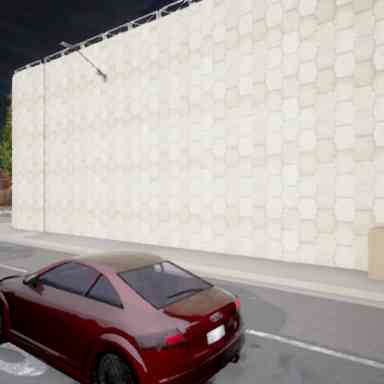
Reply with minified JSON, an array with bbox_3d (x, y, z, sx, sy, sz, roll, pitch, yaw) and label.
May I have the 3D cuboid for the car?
[{"bbox_3d":[-1.331,1.566,4.931,4.181,1.385,1.994,0,0,37],"label":"car"}]
